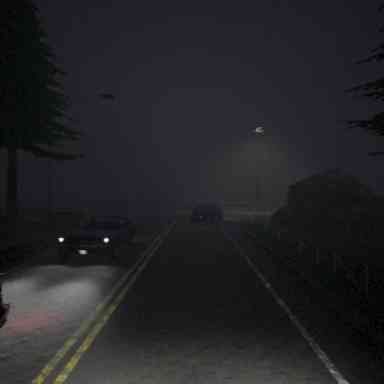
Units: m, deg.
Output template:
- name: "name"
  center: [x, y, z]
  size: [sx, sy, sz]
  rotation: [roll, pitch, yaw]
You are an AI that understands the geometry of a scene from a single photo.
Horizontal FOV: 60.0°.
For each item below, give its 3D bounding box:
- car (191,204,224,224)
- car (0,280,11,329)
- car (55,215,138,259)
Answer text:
- name: "car"
  center: [1.357, 1.758, 27.953]
  size: [1.882, 1.535, 5.008]
  rotation: [0, 0, 16]
- name: "car"
  center: [-3.551, 1.519, 2.437]
  size: [2.033, 1.411, 5.357]
  rotation: [1, 0, 1]
- name: "car"
  center: [-3.389, 1.596, 12.677]
  size: [1.895, 1.301, 4.718]
  rotation: [1, 0, 1]
